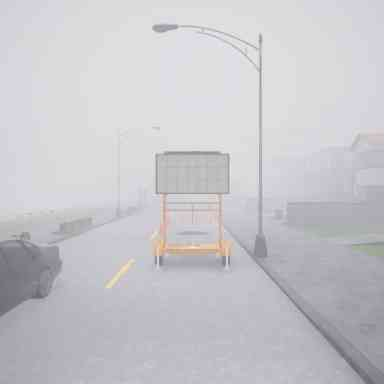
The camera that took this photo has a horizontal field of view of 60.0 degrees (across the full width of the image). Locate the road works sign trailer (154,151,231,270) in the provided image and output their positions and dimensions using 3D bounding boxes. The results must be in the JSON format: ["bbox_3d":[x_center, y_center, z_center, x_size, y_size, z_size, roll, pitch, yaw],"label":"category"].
[{"bbox_3d":[0.015,0.468,10.989,2.380,3.560,2.880,0,0,0],"label":"road works sign trailer"}]

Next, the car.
[{"bbox_3d":[-3.993,1.549,5.713,2.033,1.411,5.357,0,0,0],"label":"car"}]
